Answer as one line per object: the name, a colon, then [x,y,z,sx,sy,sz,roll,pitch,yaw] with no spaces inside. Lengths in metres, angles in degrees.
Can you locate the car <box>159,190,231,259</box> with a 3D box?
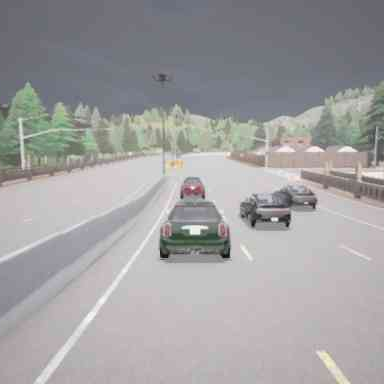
car: [0.096,1.015,11.408,2.097,1.767,4.553,0,3,0]

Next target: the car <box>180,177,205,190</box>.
car: [0.046,-0.584,29.036,2.097,1.767,4.553,0,7,0]

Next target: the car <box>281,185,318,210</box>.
car: [7.076,0.249,23.048,2.128,1.511,4.902,0,6,0]

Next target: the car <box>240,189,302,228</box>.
car: [3.595,0.802,16.876,2.128,1.511,4.902,0,4,0]
